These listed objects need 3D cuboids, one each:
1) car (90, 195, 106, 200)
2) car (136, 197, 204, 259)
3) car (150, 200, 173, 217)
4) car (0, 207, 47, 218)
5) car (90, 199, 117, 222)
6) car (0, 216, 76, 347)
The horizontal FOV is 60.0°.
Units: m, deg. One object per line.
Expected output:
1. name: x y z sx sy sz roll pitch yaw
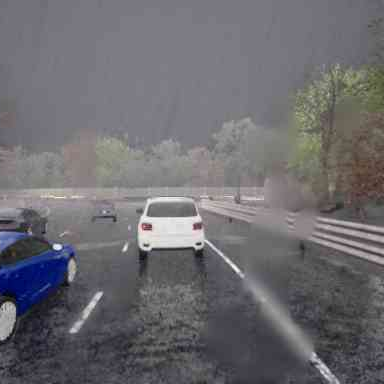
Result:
1. car: -16.065 1.342 56.937 2.097 1.767 4.553 0 0 -30
2. car: -0.930 1.208 12.721 2.150 2.045 5.566 0 0 -8
3. car: -2.831 1.516 32.365 2.033 1.411 5.357 0 0 -3
4. car: -8.423 1.517 16.194 1.837 1.490 4.892 0 0 -9
5. car: -7.048 1.541 26.735 2.033 1.411 5.357 0 0 -15
6. car: -3.735 1.484 6.292 1.882 1.535 5.008 0 0 -3
